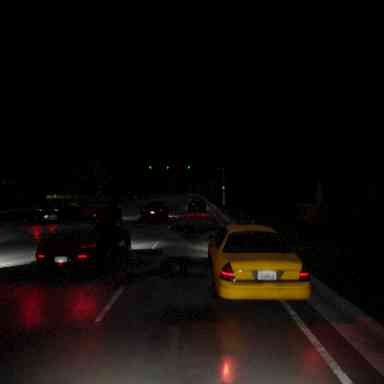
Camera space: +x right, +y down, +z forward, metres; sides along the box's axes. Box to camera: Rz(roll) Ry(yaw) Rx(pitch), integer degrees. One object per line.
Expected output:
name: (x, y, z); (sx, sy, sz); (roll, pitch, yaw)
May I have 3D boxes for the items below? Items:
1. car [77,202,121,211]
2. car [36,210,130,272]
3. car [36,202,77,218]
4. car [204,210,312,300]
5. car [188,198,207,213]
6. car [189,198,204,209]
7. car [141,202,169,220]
car: (-6.555, 1.460, 24.725); (1.882, 1.535, 5.008); (0, 0, 1)
car: (-3.243, 1.518, 10.614); (1.812, 1.442, 4.674); (0, 0, 1)
car: (-10.047, 1.473, 25.413); (2.128, 1.511, 4.902); (0, 0, 1)
car: (1.361, 1.450, 8.439); (1.801, 1.575, 5.366); (0, 0, 1)
car: (0.576, 1.466, 36.542); (2.128, 1.511, 4.902); (0, 0, 1)
car: (0.681, 1.532, 46.631); (1.994, 1.385, 4.181); (0, 0, 1)
car: (-3.018, 1.544, 27.646); (1.994, 1.385, 4.181); (0, 0, 1)
